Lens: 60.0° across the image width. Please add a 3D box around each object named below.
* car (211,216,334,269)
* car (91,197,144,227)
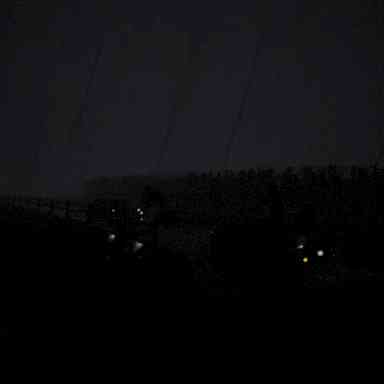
[{"bbox_3d":[2.540,1.545,11.234,1.994,1.385,4.181,2,0,-37],"label":"car"},{"bbox_3d":[-4.877,1.134,21.021,2.097,1.767,4.553,2,0,-37],"label":"car"}]
